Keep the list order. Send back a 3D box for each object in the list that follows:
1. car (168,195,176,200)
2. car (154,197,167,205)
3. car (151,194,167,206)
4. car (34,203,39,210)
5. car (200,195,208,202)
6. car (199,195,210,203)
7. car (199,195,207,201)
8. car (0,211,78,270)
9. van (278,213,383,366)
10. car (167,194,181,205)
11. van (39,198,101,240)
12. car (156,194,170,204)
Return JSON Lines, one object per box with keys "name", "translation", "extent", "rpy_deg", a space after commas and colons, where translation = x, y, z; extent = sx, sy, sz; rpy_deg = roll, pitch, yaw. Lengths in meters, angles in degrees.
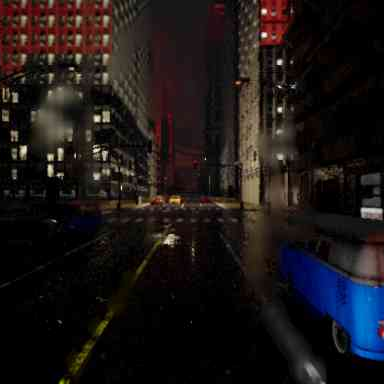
{"name": "car", "translation": [-5.664, 1.460, 93.759], "extent": [1.887, 1.381, 4.507], "rpy_deg": [1, 0, 0]}
{"name": "car", "translation": [-5.669, 1.527, 60.308], "extent": [1.802, 1.307, 4.206], "rpy_deg": [1, 0, 0]}
{"name": "car", "translation": [-5.666, 1.390, 54.732], "extent": [1.967, 1.590, 4.097], "rpy_deg": [1, 0, 0]}
{"name": "car", "translation": [-16.485, 1.462, 39.314], "extent": [4.097, 1.590, 1.967], "rpy_deg": [0, -1, 0]}
{"name": "car", "translation": [2.715, 1.456, 77.269], "extent": [1.752, 1.417, 4.829], "rpy_deg": [1, 0, 0]}
{"name": "car", "translation": [2.712, 1.522, 65.944], "extent": [1.802, 1.307, 4.206], "rpy_deg": [1, 0, 0]}
{"name": "car", "translation": [2.715, 1.491, 82.677], "extent": [1.947, 1.339, 4.313], "rpy_deg": [1, 0, 0]}
{"name": "car", "translation": [-5.642, 1.556, 11.125], "extent": [1.947, 1.339, 4.313], "rpy_deg": [1, 0, 0]}
{"name": "van", "translation": [2.709, 1.336, 5.637], "extent": [1.690, 1.788, 3.998], "rpy_deg": [1, 0, 0]}
{"name": "car", "translation": [-2.992, 1.457, 59.140], "extent": [1.882, 1.535, 5.008], "rpy_deg": [0, 2, 0]}
{"name": "van", "translation": [-5.806, 1.326, 16.666], "extent": [1.690, 1.788, 3.998], "rpy_deg": [1, 0, 0]}
{"name": "car", "translation": [-5.663, 1.255, 65.883], "extent": [2.192, 1.841, 5.009], "rpy_deg": [1, 0, 0]}
